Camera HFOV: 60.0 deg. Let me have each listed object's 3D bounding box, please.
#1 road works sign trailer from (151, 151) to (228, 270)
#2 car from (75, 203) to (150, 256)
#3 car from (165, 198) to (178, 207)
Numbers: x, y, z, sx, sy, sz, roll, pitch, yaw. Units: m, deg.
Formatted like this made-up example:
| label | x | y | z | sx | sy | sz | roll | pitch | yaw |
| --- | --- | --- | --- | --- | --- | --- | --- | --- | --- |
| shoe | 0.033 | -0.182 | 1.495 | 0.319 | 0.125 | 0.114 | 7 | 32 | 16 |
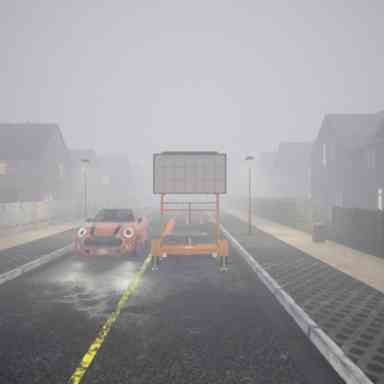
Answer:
| label | x | y | z | sx | sy | sz | roll | pitch | yaw |
| --- | --- | --- | --- | --- | --- | --- | --- | --- | --- |
| road works sign trailer | -0.070 | 0.467 | 11.009 | 2.380 | 3.560 | 2.880 | 0 | 0 | 0 |
| car | -2.943 | 1.356 | 13.110 | 2.097 | 1.767 | 4.553 | 0 | 0 | 0 |
| car | -3.228 | 1.707 | 53.931 | 2.033 | 1.411 | 5.357 | 0 | 0 | 0 |
